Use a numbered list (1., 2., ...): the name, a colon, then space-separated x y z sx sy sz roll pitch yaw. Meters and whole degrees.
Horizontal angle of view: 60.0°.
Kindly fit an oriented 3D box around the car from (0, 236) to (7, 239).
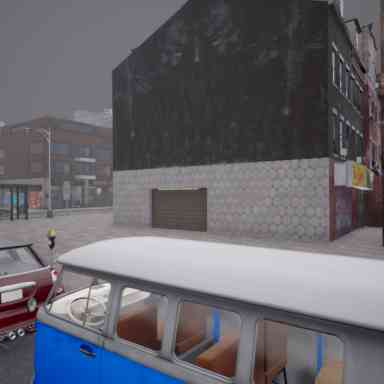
1. car: -4.031 1.441 5.650 4.097 1.590 1.967 0 0 35

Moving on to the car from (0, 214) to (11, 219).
1. car: -16.501 1.573 25.423 1.895 1.301 4.718 -1 0 35

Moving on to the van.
1. van: 0.414 1.341 2.519 3.998 1.788 1.690 0 0 35
